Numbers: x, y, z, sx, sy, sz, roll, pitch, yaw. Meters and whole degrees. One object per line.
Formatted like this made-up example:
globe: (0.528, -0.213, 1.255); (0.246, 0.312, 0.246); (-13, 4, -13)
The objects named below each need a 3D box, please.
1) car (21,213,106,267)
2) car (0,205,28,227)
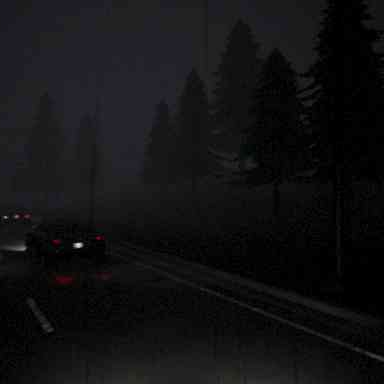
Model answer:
car: (-4.628, 1.621, 11.936); (1.994, 1.385, 4.181); (0, 0, -34)
car: (-12.776, 1.657, 23.627); (2.033, 1.411, 5.357); (0, 0, -34)
